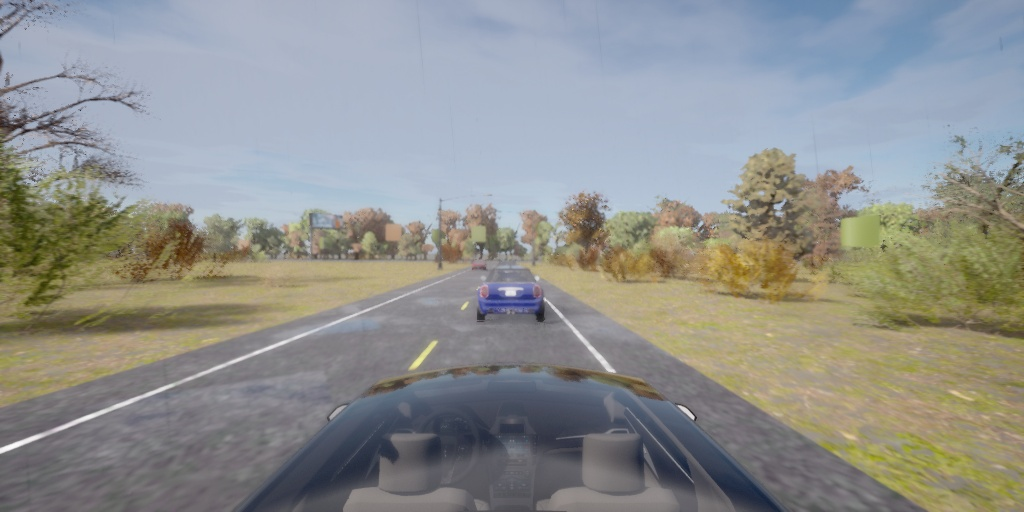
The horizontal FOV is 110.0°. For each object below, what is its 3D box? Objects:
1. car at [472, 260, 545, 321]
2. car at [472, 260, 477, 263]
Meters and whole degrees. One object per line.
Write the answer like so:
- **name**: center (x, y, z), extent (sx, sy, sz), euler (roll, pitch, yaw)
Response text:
- **car**: center (-0.059, 1.109, 12.668), extent (2.097, 1.767, 4.553), euler (0, 0, -1)
- **car**: center (-4.493, 1.246, 49.594), extent (1.882, 1.535, 5.008), euler (0, 0, -1)
